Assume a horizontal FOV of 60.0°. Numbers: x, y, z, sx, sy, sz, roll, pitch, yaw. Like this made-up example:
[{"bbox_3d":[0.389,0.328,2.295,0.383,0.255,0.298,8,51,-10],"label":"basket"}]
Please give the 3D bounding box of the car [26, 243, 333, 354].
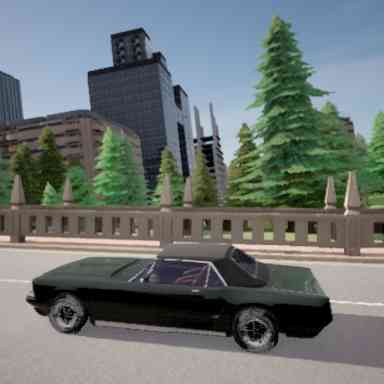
[{"bbox_3d":[-0.268,1.576,5.702,4.718,1.301,1.895,0,0,12],"label":"car"}]
